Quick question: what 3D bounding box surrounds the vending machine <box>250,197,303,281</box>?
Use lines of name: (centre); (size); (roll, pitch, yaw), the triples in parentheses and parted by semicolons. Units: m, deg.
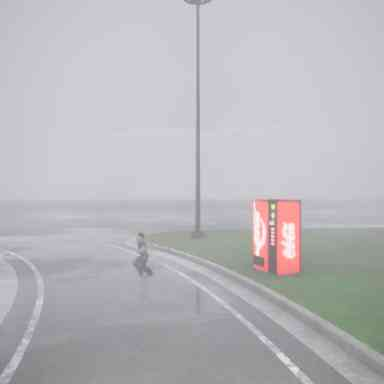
vending machine: (2.272, 1.192, 8.999); (1.100, 2.100, 0.880); (0, 0, -21)

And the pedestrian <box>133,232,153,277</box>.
pedestrian: (-1.258, 1.570, 8.685); (0.375, 1.300, 0.375); (0, 0, -25)
